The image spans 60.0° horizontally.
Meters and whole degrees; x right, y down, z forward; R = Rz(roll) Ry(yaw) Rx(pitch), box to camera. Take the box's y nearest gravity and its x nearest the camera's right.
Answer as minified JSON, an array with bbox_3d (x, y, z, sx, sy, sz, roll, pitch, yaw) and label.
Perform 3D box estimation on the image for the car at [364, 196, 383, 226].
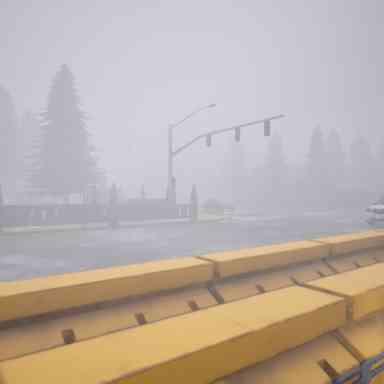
[{"bbox_3d":[13.978,1.221,22.585,5.566,2.045,2.150,0,0,-36],"label":"car"}]

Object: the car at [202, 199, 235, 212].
[{"bbox_3d":[3.052,1.526,39.655,1.812,1.442,4.674,0,0,-35],"label":"car"}]
